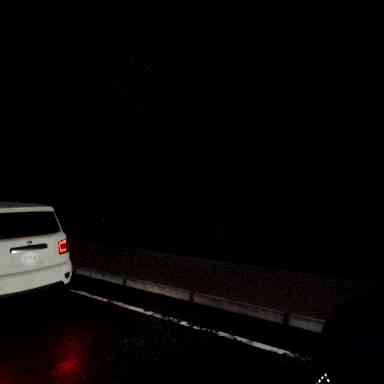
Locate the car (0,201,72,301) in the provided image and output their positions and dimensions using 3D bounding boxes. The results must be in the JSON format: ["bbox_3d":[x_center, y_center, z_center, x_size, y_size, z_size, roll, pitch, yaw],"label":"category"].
[{"bbox_3d":[-4.994,1.220,7.373,5.566,2.045,2.150,0,0,36],"label":"car"}]

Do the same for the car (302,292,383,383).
[{"bbox_3d":[3.296,1.222,1.289,5.566,2.045,2.150,0,0,36],"label":"car"}]
